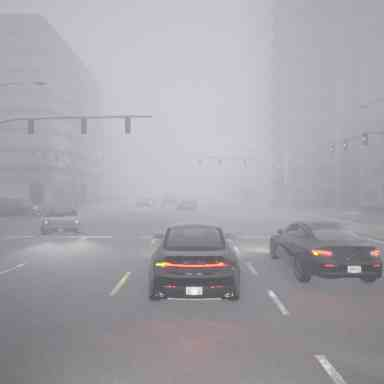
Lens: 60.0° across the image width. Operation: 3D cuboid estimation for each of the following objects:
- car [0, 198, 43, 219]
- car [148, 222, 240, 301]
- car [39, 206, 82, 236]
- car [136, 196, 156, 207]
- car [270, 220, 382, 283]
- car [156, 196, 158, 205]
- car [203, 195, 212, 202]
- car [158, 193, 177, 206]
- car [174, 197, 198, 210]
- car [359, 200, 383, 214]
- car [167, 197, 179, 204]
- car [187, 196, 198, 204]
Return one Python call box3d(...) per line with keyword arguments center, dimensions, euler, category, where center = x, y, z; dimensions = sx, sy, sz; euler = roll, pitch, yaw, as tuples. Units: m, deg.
box3d(center=(-14.905, 1.351, 28.594), dimensions=(4.553, 1.767, 2.097), euler=(0, 0, 1), category="car")
box3d(center=(0.057, 1.505, 8.320), dimensions=(1.837, 1.490, 4.892), euler=(0, 0, 0), category="car")
box3d(center=(-7.298, 1.601, 18.761), dimensions=(1.895, 1.301, 4.718), euler=(0, 0, -20), category="car")
box3d(center=(-7.105, 1.547, 50.077), dimensions=(2.033, 1.411, 5.357), euler=(0, 0, 0), category="car")
box3d(center=(3.562, 1.526, 9.576), dimensions=(1.812, 1.442, 4.674), euler=(0, 0, 0), category="car")
box3d(center=(-7.078, 1.477, 59.900), dimensions=(1.882, 1.535, 5.008), euler=(0, 0, 0), category="car")
box3d(center=(3.494, 1.500, 74.673), dimensions=(1.837, 1.490, 4.892), euler=(0, 0, 0), category="car")
box3d(center=(-3.610, 1.221, 53.318), dimensions=(2.150, 2.045, 5.566), euler=(0, 0, 1), category="car")
box3d(center=(-0.584, 1.564, 41.709), dimensions=(1.994, 1.385, 4.181), euler=(0, 0, 7), category="car")
box3d(center=(20.841, 1.547, 35.441), dimensions=(5.357, 1.411, 2.033), euler=(0, 0, 1), category="car")
box3d(center=(-3.558, 1.601, 63.291), dimensions=(1.895, 1.301, 4.718), euler=(0, 0, 1), category="car")
box3d(center=(0.071, 1.563, 62.911), dimensions=(1.994, 1.385, 4.181), euler=(0, 0, 0), category="car")
